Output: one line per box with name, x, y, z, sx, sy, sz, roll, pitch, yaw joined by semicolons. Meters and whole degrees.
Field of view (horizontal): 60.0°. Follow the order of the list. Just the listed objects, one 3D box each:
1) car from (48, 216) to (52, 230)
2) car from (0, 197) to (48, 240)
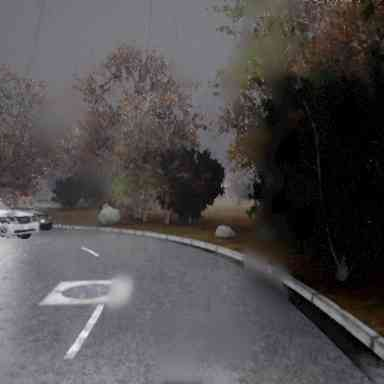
car;-10.180;1.590;19.141;4.181;1.385;1.994;0;-1;21
car;-9.842;1.208;15.430;5.566;2.045;2.150;0;-2;19
